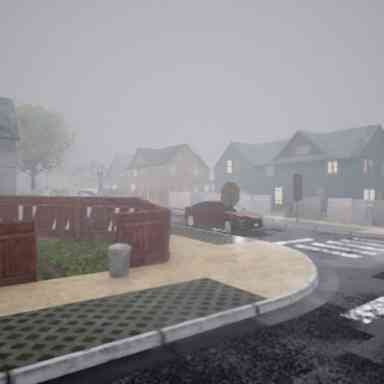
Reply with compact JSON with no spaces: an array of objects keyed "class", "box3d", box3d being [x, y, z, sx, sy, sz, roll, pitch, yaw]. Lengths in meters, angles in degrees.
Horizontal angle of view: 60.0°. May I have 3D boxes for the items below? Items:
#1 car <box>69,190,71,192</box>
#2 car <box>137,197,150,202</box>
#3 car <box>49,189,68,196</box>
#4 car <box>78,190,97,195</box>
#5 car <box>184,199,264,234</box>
[{"class":"car","box3d":[-14.379,0.559,44.461,1.837,1.490,4.892,1,1,-36]},{"class":"car","box3d":[-4.220,1.045,25.322,1.994,1.385,4.181,1,1,-35]},{"class":"car","box3d":[-19.252,0.385,46.449,1.994,1.385,4.181,1,1,-36]},{"class":"car","box3d":[-10.321,0.798,33.830,2.033,1.411,5.357,1,1,-36]},{"class":"car","box3d":[1.526,1.179,17.256,1.882,1.535,5.008,1,1,-35]}]
